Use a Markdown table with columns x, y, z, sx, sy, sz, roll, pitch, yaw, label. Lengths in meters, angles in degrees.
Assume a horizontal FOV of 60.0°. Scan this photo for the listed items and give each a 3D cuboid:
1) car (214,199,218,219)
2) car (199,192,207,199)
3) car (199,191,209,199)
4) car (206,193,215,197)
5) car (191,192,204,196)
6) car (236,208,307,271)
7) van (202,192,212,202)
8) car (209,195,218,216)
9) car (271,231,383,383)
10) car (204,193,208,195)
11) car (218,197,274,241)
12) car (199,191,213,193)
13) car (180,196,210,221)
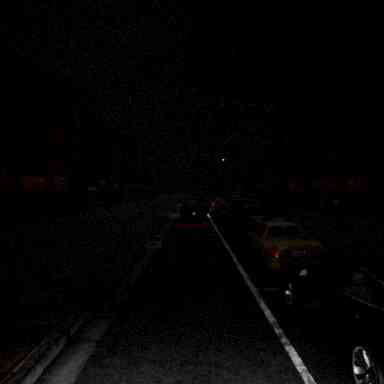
| x | y | z | sx | sy | sz | roll | pitch | yaw | label |
| --- | --- | --- | --- | --- | --- | --- | --- | --- | --- |
| 2.660 | 1.374 | 21.497 | 1.752 | 1.417 | 4.829 | 0 | 0 | 0 | car |
| 2.728 | 0.782 | 82.330 | 1.967 | 1.590 | 4.097 | 0 | 0 | 0 | car |
| 2.722 | 0.705 | 76.783 | 2.192 | 1.841 | 5.009 | 0 | 0 | 0 | car |
| 2.674 | 1.208 | 32.418 | 1.967 | 1.590 | 4.097 | 0 | 0 | 0 | car |
| 0.143 | 1.167 | 41.950 | 1.882 | 1.535 | 5.008 | 0 | 1 | 0 | car |
| 2.648 | 1.453 | 10.405 | 1.752 | 1.417 | 4.829 | 0 | 0 | 0 | car |
| 2.704 | 0.874 | 60.146 | 1.690 | 1.788 | 3.998 | 0 | 0 | 0 | van |
| 2.667 | 1.251 | 26.871 | 1.967 | 1.590 | 4.097 | 0 | 0 | 0 | car |
| 2.642 | 1.534 | 4.690 | 1.947 | 1.339 | 4.313 | 0 | 0 | 0 | car |
| 2.686 | 1.226 | 43.511 | 2.008 | 1.369 | 4.403 | 0 | 0 | 0 | car |
| 2.654 | 1.204 | 15.779 | 2.192 | 1.841 | 5.009 | 0 | 0 | 0 | car |
| 2.698 | 0.895 | 54.601 | 2.192 | 1.841 | 5.009 | 0 | 0 | 0 | car |
| 0.126 | 1.302 | 25.002 | 1.882 | 1.535 | 5.008 | 0 | 0 | 0 | car |
